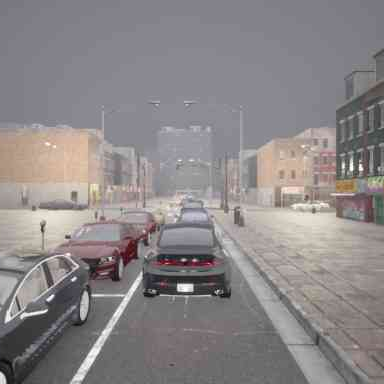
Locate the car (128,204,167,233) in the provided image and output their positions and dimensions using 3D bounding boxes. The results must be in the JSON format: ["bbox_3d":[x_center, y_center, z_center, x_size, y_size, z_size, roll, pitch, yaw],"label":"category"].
[{"bbox_3d":[-2.610,1.543,20.689,1.752,1.417,4.829,0,0,0],"label":"car"}]

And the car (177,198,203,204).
[{"bbox_3d":[0.052,1.505,26.236,1.882,1.535,5.008,0,0,0],"label":"car"}]

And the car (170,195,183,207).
[{"bbox_3d":[-2.575,1.614,52.647,1.752,1.417,4.829,0,0,0],"label":"car"}]

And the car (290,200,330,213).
[{"bbox_3d":[14.528,1.767,41.030,4.674,1.442,1.812,1,0,0],"label":"car"}]

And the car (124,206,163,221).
[{"bbox_3d":[-2.616,1.555,15.365,1.887,1.381,4.507,0,0,0],"label":"car"}]

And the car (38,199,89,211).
[{"bbox_3d":[-14.610,1.494,37.993,5.357,1.411,2.033,0,0,2],"label":"car"}]

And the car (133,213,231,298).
[{"bbox_3d":[-0.068,1.509,8.524,1.837,1.490,4.892,0,0,1],"label":"car"}]

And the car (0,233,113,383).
[{"bbox_3d":[-2.628,1.553,4.377,2.008,1.369,4.403,0,0,0],"label":"car"}]

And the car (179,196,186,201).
[{"bbox_3d":[-2.533,1.771,90.924,1.887,1.381,4.507,0,0,0],"label":"car"}]

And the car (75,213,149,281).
[{"bbox_3d":[-2.622,1.550,9.870,1.887,1.381,4.507,0,0,0],"label":"car"}]

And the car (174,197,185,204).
[{"bbox_3d":[-2.557,1.693,69.148,2.008,1.369,4.403,0,0,0],"label":"car"}]

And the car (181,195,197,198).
[{"bbox_3d":[0.151,1.580,46.732,1.837,1.490,4.892,-4,1,-14],"label":"car"}]

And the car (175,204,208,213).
[{"bbox_3d":[0.111,1.537,15.967,1.812,1.442,4.674,0,0,0],"label":"car"}]
